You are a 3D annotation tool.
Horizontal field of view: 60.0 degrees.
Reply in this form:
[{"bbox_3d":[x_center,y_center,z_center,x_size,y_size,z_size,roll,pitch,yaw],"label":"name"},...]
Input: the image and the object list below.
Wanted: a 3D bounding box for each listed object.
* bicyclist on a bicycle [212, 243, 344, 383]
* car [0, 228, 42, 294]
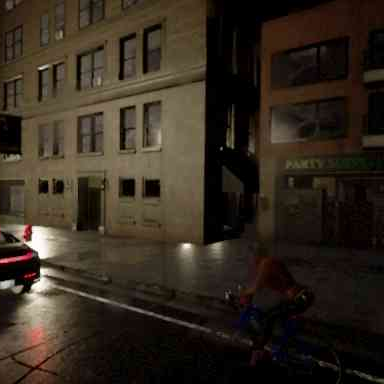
[{"bbox_3d":[0.941,1.449,3.992,1.656,1.620,0.582,0,0,36],"label":"bicyclist on a bicycle"},{"bbox_3d":[-5.353,1.472,7.502,4.902,1.511,2.128,0,0,36],"label":"car"}]
